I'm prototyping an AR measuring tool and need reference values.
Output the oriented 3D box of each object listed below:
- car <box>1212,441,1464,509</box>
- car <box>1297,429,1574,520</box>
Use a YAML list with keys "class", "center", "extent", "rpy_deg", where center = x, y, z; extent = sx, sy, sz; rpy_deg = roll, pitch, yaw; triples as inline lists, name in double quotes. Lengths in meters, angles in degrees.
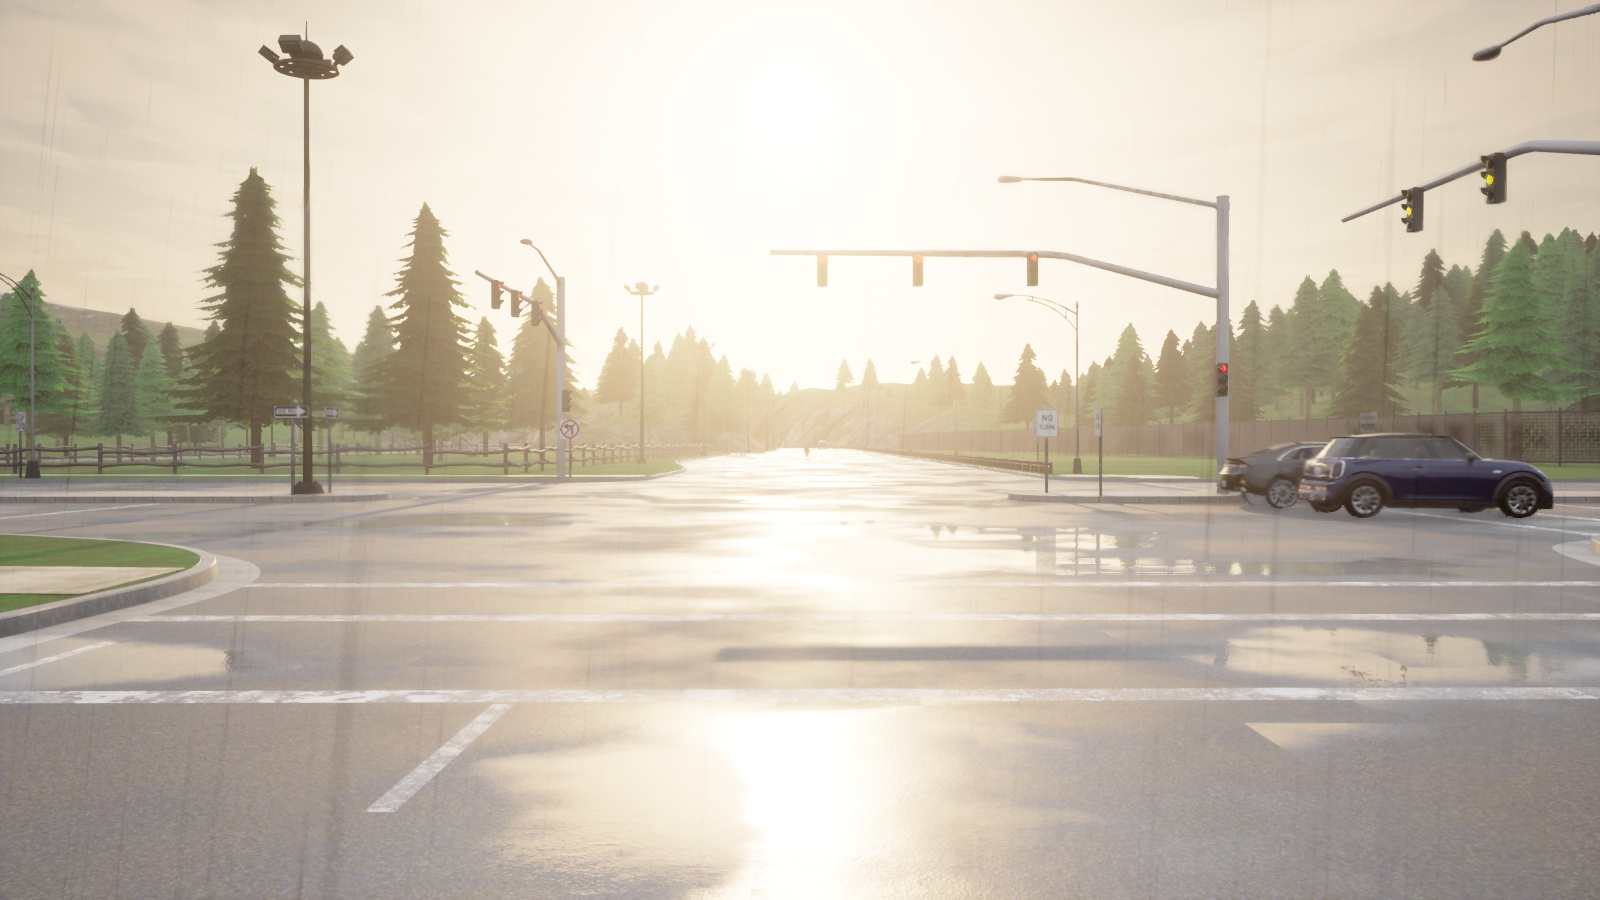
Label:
- class: "car"
  center: [12.282, 0.549, 28.927]
  extent: [4.902, 1.511, 2.128]
  rpy_deg: [0, 0, 1]
- class: "car"
  center: [12.741, 0.472, 25.419]
  extent: [4.553, 1.767, 2.097]
  rpy_deg: [0, 0, 1]
